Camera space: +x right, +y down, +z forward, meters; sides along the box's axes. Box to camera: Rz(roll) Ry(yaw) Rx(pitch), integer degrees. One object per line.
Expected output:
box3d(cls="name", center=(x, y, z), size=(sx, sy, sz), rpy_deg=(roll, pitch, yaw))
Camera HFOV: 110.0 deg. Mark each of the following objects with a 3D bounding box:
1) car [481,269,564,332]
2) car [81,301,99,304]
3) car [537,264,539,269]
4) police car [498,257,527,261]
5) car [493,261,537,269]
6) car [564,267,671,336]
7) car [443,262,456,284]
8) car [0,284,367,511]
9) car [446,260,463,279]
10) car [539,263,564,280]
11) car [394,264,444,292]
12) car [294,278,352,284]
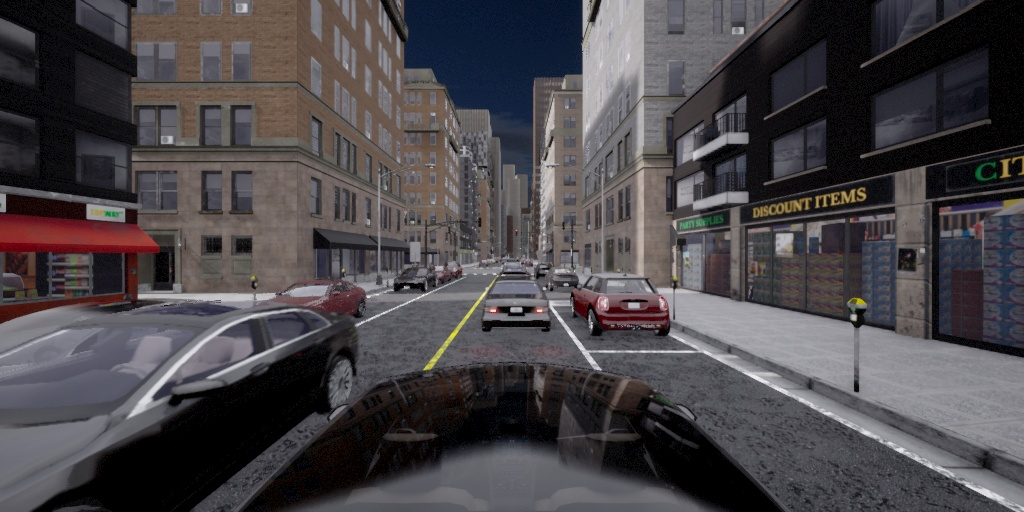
box3d(cls="car", center=(0.118, 1.297, 10.844), size=(2.033, 1.411, 5.357), rpy_deg=(0, 0, 0))
box3d(cls="car", center=(-5.664, 1.315, 4.892), size=(1.948, 1.339, 4.313), rpy_deg=(0, 0, 0))
box3d(cls="car", center=(2.935, 1.319, 32.376), size=(1.948, 1.339, 4.313), rpy_deg=(0, 0, 0))
box3d(cls="police car", center=(0.074, 1.178, 31.386), size=(1.930, 1.638, 5.238), rpy_deg=(0, 0, 0))
box3d(cls="car", center=(0.148, 1.242, 21.367), size=(2.128, 1.511, 4.902), rpy_deg=(0, 0, 0))
box3d(cls="car", center=(2.877, 1.189, 10.371), size=(1.967, 1.591, 4.097), rpy_deg=(0, 0, 0))
box3d(cls="car", center=(-5.605, 1.333, 26.897), size=(1.802, 1.307, 4.207), rpy_deg=(0, 0, 0))
box3d(cls="car", center=(-3.100, 1.241, 3.214), size=(2.128, 1.511, 4.902), rpy_deg=(0, 0, 0))
box3d(cls="car", center=(-5.590, 1.192, 32.399), size=(1.967, 1.591, 4.097), rpy_deg=(0, 0, 0))
box3d(cls="car", center=(2.906, 1.301, 21.373), size=(2.007, 1.370, 4.403), rpy_deg=(0, 0, 0))
box3d(cls="car", center=(-5.620, 1.316, 21.396), size=(1.948, 1.339, 4.313), rpy_deg=(0, 0, 0))
box3d(cls="car", center=(-5.649, 1.331, 10.394), size=(1.802, 1.307, 4.207), rpy_deg=(0, 0, 0))
